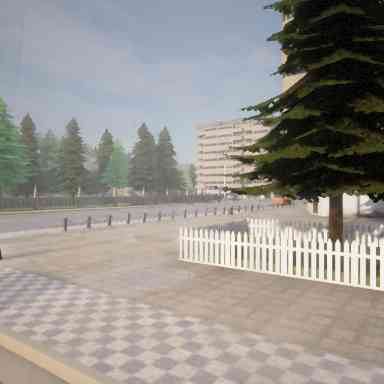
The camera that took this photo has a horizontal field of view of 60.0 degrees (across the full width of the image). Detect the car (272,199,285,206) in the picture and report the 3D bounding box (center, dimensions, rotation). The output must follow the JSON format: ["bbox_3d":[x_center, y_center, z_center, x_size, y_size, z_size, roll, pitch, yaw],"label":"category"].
[{"bbox_3d":[15.370,1.352,56.721,2.097,1.767,4.553,0,0,36],"label":"car"}]
